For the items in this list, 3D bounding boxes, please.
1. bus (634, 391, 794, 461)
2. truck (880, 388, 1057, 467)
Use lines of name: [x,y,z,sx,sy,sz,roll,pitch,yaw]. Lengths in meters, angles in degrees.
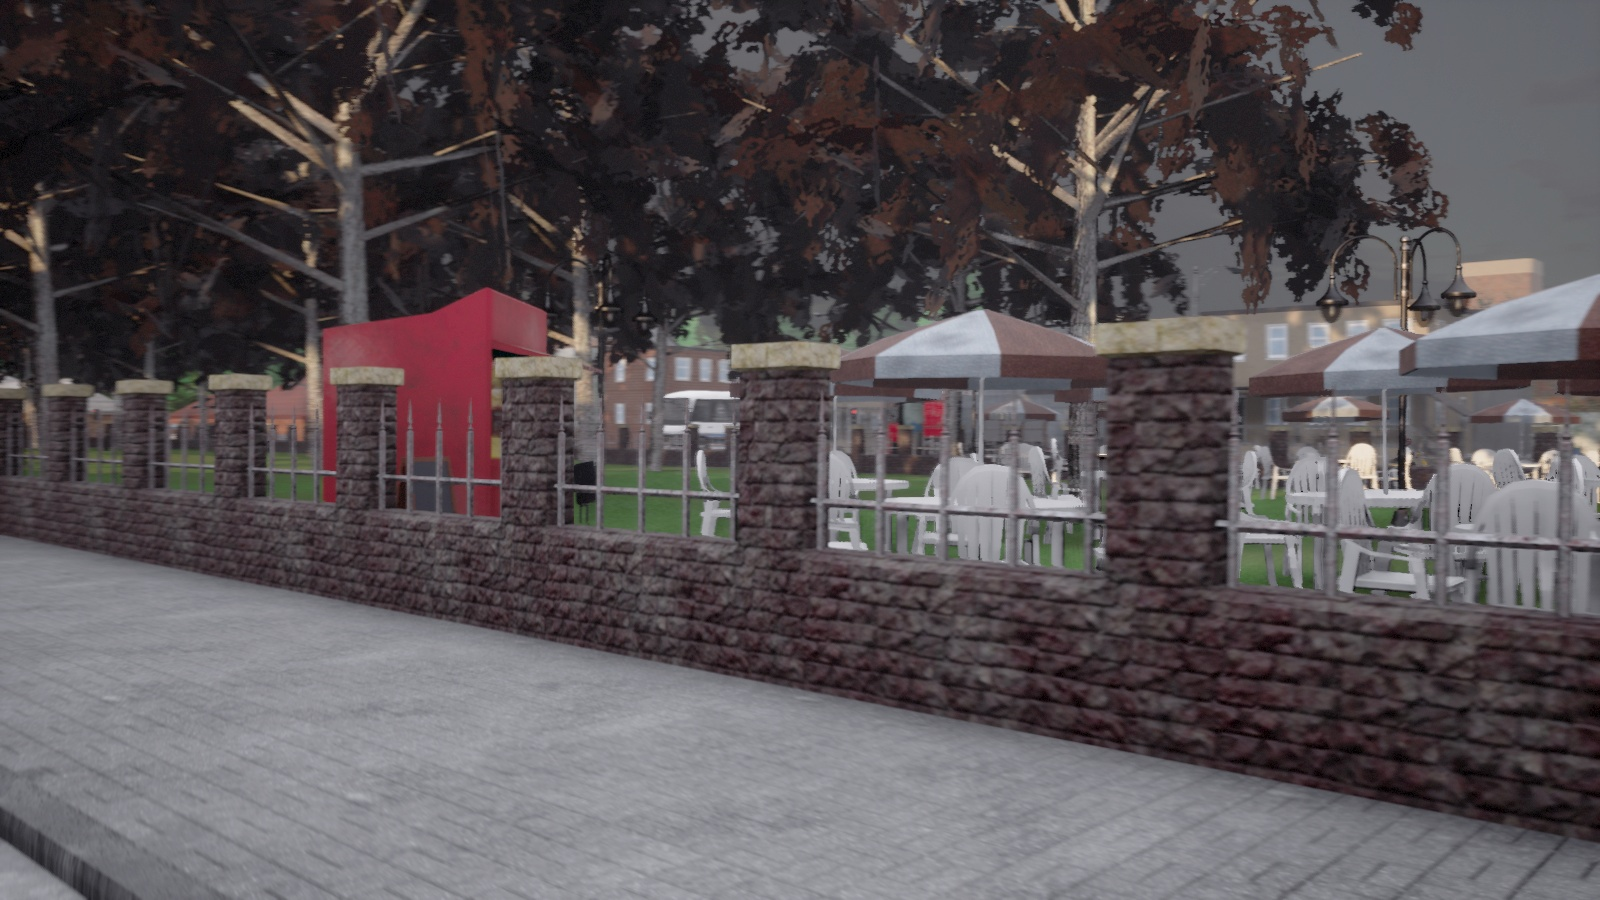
bus: [-5.357,-1.539,80.455,3.944,4.253,10.273,1,2,44]
truck: [7.767,-0.996,58.569,7.936,3.462,2.891,0,1,43]
